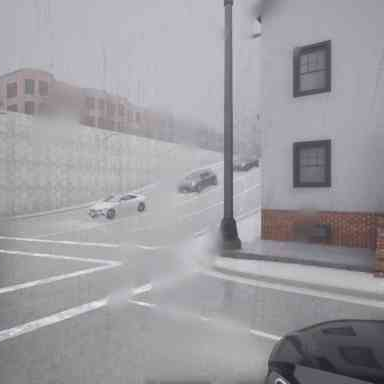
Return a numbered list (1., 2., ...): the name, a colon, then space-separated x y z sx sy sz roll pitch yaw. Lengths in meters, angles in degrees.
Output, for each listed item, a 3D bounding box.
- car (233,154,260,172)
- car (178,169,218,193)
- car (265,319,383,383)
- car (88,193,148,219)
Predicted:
1. car: 6.209 -3.504 39.375 2.097 1.767 4.553 0 14 35
2. car: 0.526 -1.125 31.352 2.097 1.767 4.553 0 13 34
3. car: 2.752 1.526 2.008 4.674 1.442 1.812 0 0 36
4. car: -5.096 0.864 23.324 1.812 1.442 4.674 0 7 35
